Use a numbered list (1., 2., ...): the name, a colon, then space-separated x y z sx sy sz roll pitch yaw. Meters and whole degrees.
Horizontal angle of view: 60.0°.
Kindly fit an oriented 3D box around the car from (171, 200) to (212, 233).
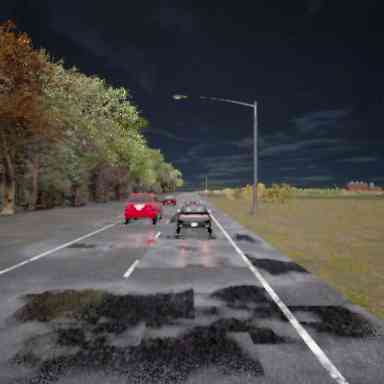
1. car: 0.115 1.423 19.199 2.128 1.511 4.902 0 0 0

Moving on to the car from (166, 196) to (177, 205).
1. car: -3.363 1.284 51.649 1.882 1.535 5.008 0 0 0

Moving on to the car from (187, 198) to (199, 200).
1. car: 0.133 1.434 44.868 1.895 1.301 4.718 0 0 0

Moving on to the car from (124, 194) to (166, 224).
1. car: -3.382 1.134 23.911 2.150 2.045 5.566 0 0 0
